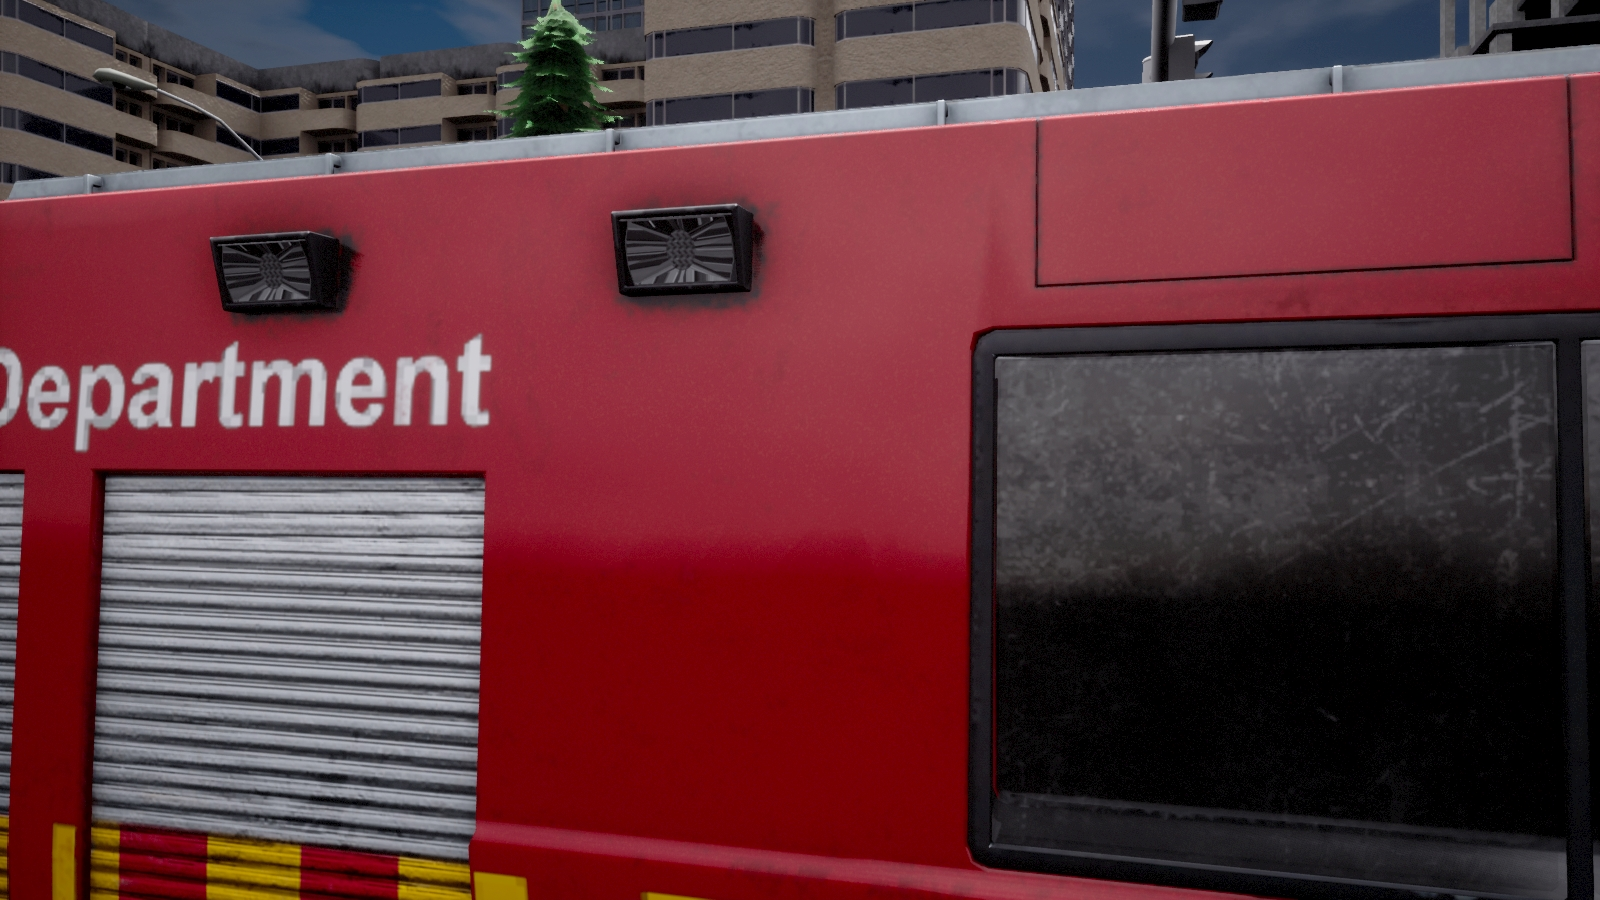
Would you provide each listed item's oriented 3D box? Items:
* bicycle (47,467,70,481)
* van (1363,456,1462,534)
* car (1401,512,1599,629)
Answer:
[{"bbox_3d":[-65.142,2.102,100.377,1.487,1.276,0.859,0,0,15],"label":"bicycle"},{"bbox_3d":[22.164,1.534,41.590,1.988,2.561,5.915,0,0,16],"label":"van"},{"bbox_3d":[12.484,2.037,20.491,2.038,1.542,4.974,0,0,16],"label":"car"}]
